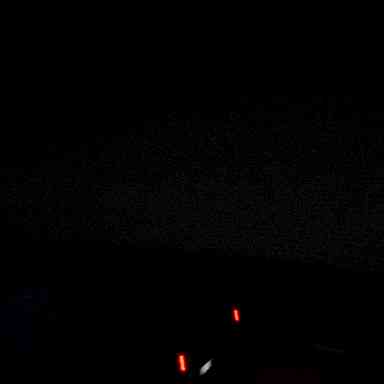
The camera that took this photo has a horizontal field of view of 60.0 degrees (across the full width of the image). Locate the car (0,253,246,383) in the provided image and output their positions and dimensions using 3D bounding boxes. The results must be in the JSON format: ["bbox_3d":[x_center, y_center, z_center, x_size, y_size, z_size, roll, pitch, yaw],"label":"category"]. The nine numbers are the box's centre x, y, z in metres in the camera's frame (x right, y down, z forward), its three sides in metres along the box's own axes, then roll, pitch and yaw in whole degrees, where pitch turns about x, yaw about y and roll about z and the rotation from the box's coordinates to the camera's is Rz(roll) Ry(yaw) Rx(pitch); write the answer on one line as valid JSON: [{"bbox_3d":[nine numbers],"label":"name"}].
[{"bbox_3d":[-1.773,1.573,4.684,4.718,1.301,1.895,0,0,29],"label":"car"}]
